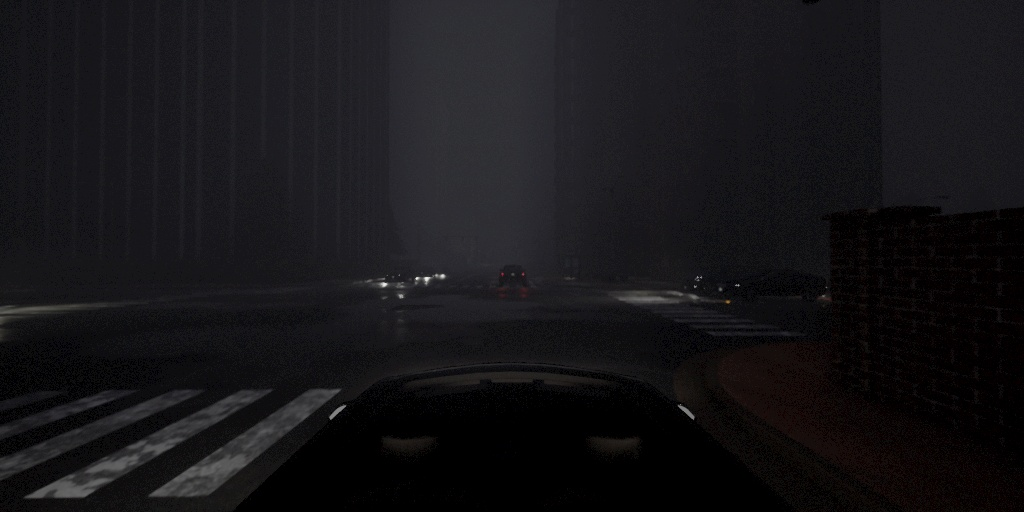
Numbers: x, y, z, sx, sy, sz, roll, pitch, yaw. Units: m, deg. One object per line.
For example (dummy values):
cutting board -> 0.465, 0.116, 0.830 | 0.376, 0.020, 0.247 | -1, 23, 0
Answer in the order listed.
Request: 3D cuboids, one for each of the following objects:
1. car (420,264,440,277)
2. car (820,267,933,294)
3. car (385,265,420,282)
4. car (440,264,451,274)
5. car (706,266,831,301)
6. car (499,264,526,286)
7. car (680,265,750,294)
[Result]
car -> -10.649, 1.863, 44.431 | 1.994, 1.385, 4.181 | 0, -1, 0
car -> 21.772, 1.439, 21.552 | 5.008, 1.535, 1.882 | 0, -1, -3
car -> -10.639, 1.675, 34.480 | 1.837, 1.490, 4.892 | 0, -1, 0
car -> -10.617, 1.926, 54.851 | 2.128, 1.511, 4.902 | 0, -1, 0
car -> 12.814, 1.402, 17.884 | 4.902, 1.511, 2.128 | 0, -1, -1
car -> 0.060, 1.461, 29.176 | 2.097, 1.767, 4.553 | 0, -1, 0
car -> 12.566, 1.308, 21.401 | 4.553, 1.767, 2.097 | 0, -1, 0
